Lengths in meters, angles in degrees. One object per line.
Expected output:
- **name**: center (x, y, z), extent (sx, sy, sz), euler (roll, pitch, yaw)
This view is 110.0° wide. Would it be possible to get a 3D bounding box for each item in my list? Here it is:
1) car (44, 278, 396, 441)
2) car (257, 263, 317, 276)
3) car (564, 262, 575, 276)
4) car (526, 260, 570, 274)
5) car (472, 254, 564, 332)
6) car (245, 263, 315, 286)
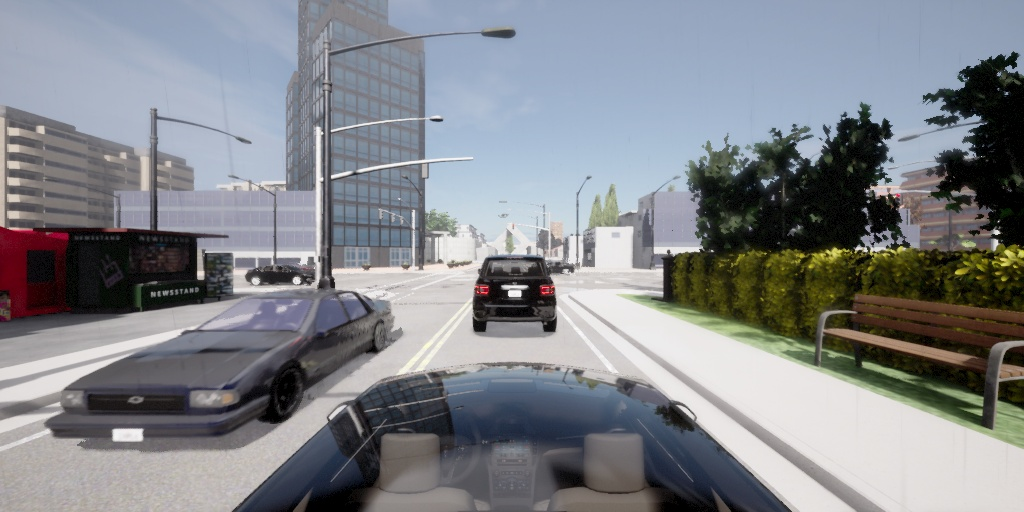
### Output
- **car**: center (-3.604, 1.297, 6.036), extent (2.033, 1.411, 5.357), euler (0, 0, 0)
- **car**: center (-25.176, 1.506, 40.263), extent (5.357, 1.411, 2.033), euler (-1, 0, 0)
- **car**: center (4.019, 1.259, 36.960), extent (4.892, 1.490, 1.837), euler (0, 0, 0)
- **car**: center (4.206, 1.259, 41.908), extent (4.892, 1.490, 1.837), euler (0, 1, 19)
- **car**: center (0.082, 0.971, 11.013), extent (2.150, 2.045, 5.566), euler (0, 0, 0)
- **car**: center (-16.620, 1.362, 26.120), extent (4.892, 1.490, 1.837), euler (-1, 0, 0)
